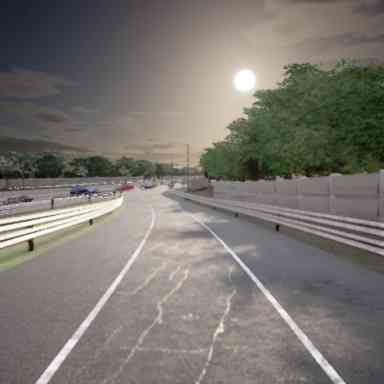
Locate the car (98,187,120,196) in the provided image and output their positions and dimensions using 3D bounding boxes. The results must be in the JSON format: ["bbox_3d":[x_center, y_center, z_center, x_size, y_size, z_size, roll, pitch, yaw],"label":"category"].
[{"bbox_3d":[-18.410,0.033,73.726,1.994,1.385,4.181,0,3,10],"label":"car"}]

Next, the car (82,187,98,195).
[{"bbox_3d":[-21.855,-0.056,74.344,1.882,1.535,5.008,0,3,10],"label":"car"}]

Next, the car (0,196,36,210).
[{"bbox_3d":[-23.642,1.660,44.513,1.895,1.301,4.718,0,3,10],"label":"car"}]

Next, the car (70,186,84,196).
[{"bbox_3d":[-25.296,-0.323,74.982,2.150,2.045,5.566,0,3,10],"label":"car"}]
